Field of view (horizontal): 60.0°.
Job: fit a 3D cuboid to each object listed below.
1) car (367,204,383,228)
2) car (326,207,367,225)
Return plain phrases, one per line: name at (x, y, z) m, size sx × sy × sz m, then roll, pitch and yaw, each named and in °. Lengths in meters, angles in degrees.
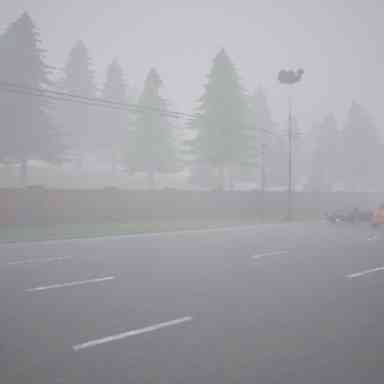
car at (14.183, 1.520, 22.456) m, size 4.553 × 1.767 × 2.097 m, roll 1°, pitch 0°, yaw -35°
car at (12.420, 1.772, 25.497) m, size 4.718 × 1.301 × 1.895 m, roll 0°, pitch 0°, yaw -35°
